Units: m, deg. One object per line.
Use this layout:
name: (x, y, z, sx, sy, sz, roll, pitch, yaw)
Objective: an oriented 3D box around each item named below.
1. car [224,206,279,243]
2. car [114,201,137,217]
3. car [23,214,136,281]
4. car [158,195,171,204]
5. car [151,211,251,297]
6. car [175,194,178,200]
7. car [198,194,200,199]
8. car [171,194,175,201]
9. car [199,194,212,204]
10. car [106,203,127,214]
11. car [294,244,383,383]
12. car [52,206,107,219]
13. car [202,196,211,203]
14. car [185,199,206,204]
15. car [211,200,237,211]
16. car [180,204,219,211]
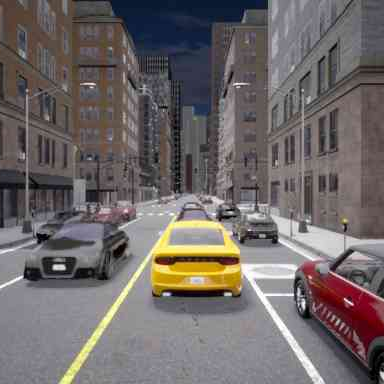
car: (2.862, 1.552, 15.685, 2.008, 1.369, 4.403, 0, 0, 0)
car: (-5.658, 1.443, 26.691, 1.967, 1.590, 4.097, 0, 0, 0)
car: (-3.091, 1.564, 9.721, 1.994, 1.385, 4.181, 0, 0, 0)
car: (-5.607, 1.625, 63.794, 1.802, 1.307, 4.206, 0, 0, 0)
car: (0.098, 1.478, 8.612, 1.882, 1.535, 5.008, 0, 0, 0)
car: (-5.547, 1.636, 90.667, 1.752, 1.417, 4.829, 0, 0, 0)
car: (2.942, 1.615, 74.595, 2.008, 1.369, 4.403, 0, 0, 0)
car: (-5.582, 1.615, 74.611, 2.008, 1.369, 4.403, 0, 0, 0)
car: (2.917, 1.483, 63.778, 1.967, 1.590, 4.097, 0, 0, 0)
car: (-5.661, 1.584, 21.190, 1.802, 1.307, 4.206, 0, 0, 0)
car: (2.858, 1.440, 4.682, 1.967, 1.590, 4.097, 0, 0, 0)
car: (-5.663, 1.567, 15.688, 1.947, 1.339, 4.313, 0, 0, 0)
car: (2.930, 1.578, 69.357, 1.752, 1.417, 4.829, 0, 0, 0)
car: (0.011, 1.529, 26.416, 1.812, 1.442, 4.674, 0, 0, 2)
car: (2.867, 1.569, 26.687, 1.947, 1.339, 4.313, 0, 0, 0)
car: (0.114, 1.565, 17.605, 1.994, 1.385, 4.181, 0, 0, 0)
